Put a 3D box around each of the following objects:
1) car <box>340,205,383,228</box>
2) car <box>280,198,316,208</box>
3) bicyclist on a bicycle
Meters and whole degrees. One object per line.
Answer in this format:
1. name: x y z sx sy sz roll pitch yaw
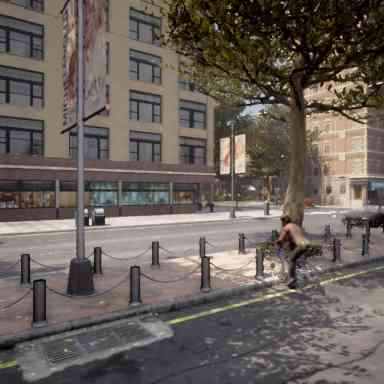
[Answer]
1. car: 12.181 1.547 22.192 5.357 1.411 2.033 0 0 -35
2. car: 14.516 1.478 45.860 1.882 1.535 5.008 0 0 -38
3. bicyclist on a bicycle: 2.302 1.408 7.830 0.582 1.620 1.656 0 4 -35
